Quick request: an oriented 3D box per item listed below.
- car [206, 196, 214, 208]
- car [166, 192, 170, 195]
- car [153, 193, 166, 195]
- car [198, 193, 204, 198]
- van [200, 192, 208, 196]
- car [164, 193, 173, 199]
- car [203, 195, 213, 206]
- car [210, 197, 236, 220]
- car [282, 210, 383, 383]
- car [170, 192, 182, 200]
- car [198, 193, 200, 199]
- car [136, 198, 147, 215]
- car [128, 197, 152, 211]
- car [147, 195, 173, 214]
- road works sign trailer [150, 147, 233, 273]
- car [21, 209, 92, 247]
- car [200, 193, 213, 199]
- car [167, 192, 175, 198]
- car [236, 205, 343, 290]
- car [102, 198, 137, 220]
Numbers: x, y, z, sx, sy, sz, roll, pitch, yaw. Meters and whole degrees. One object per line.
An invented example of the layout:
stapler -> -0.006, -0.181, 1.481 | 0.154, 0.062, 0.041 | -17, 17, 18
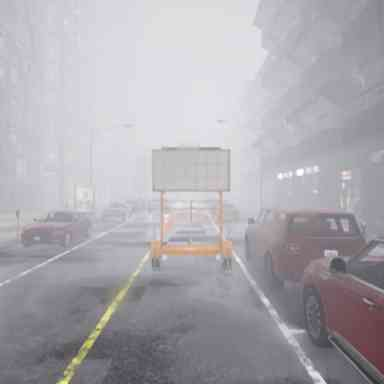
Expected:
car -> 2.637, 1.364, 31.462 | 1.947, 1.339, 4.313 | 1, 0, 0
car -> -5.811, 1.142, 65.420 | 1.802, 1.307, 4.206 | 1, 0, 0
car -> -5.787, 1.081, 54.107 | 1.967, 1.590, 4.097 | 1, 0, 0
car -> 2.513, 0.931, 93.684 | 1.802, 1.307, 4.206 | 1, 0, 0
van -> 2.595, 0.982, 54.087 | 1.690, 1.788, 3.998 | 1, 0, 0
car -> -5.845, 1.017, 82.389 | 1.802, 1.307, 4.206 | 1, 0, 0
car -> 2.626, 1.310, 37.119 | 2.008, 1.369, 4.403 | 1, 0, 0
car -> 2.649, 1.361, 25.975 | 1.752, 1.417, 4.829 | 1, 0, 0
car -> 2.697, 1.295, 3.177 | 2.192, 1.841, 5.009 | 1, 0, 0
car -> -3.146, 0.958, 73.190 | 1.882, 1.535, 5.008 | 0, 0, 0
car -> 2.547, 1.059, 76.714 | 1.802, 1.307, 4.206 | 1, 0, 0
car -> -5.743, 1.343, 31.479 | 1.887, 1.381, 4.507 | 1, 0, 0
car -> -5.755, 1.325, 37.136 | 1.947, 1.339, 4.313 | 1, 0, 0
car -> -3.164, 1.315, 32.840 | 1.812, 1.442, 4.674 | 0, 0, 0
road works sign trailer -> -0.020, 0.399, 10.388 | 2.380, 3.560, 2.880 | 0, 0, 0
car -> -5.709, 1.454, 14.509 | 1.887, 1.381, 4.507 | 1, 0, 0
car -> 2.603, 1.247, 48.432 | 1.947, 1.339, 4.313 | 1, 0, 0
car -> -5.865, 0.788, 93.702 | 1.967, 1.590, 4.097 | 1, 0, 0
car -> 2.685, 1.260, 8.835 | 2.192, 1.841, 5.009 | 1, 0, 0
car -> -5.732, 1.418, 25.822 | 1.802, 1.307, 4.206 | 1, 0, 0
